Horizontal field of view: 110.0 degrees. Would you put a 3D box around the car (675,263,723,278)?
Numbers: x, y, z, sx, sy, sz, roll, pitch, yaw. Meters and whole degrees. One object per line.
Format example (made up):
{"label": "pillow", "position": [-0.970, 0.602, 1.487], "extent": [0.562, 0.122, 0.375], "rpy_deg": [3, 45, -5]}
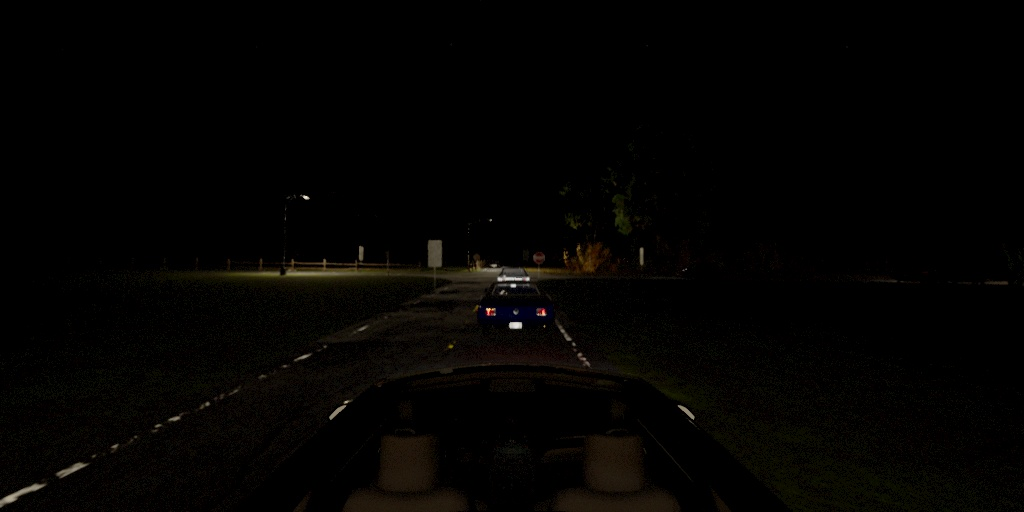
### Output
{"label": "car", "position": [20.411, 1.512, 39.297], "extent": [4.553, 1.767, 2.097], "rpy_deg": [1, -1, 0]}

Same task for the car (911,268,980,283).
{"label": "car", "position": [44.507, 1.949, 36.567], "extent": [5.008, 1.535, 1.882], "rpy_deg": [1, -1, 0]}

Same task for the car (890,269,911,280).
{"label": "car", "position": [44.987, 2.077, 39.405], "extent": [5.357, 1.411, 2.033], "rpy_deg": [1, -1, 0]}

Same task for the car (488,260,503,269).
{"label": "car", "position": [-2.838, 1.388, 58.933], "extent": [1.812, 1.442, 4.674], "rpy_deg": [0, 0, 0]}

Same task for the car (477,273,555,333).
{"label": "car", "position": [0.100, 1.364, 10.743], "extent": [1.895, 1.301, 4.718], "rpy_deg": [0, 0, 0]}

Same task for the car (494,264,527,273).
{"label": "car", "position": [0.095, 1.382, 22.005], "extent": [1.895, 1.301, 4.718], "rpy_deg": [0, 0, 0]}
